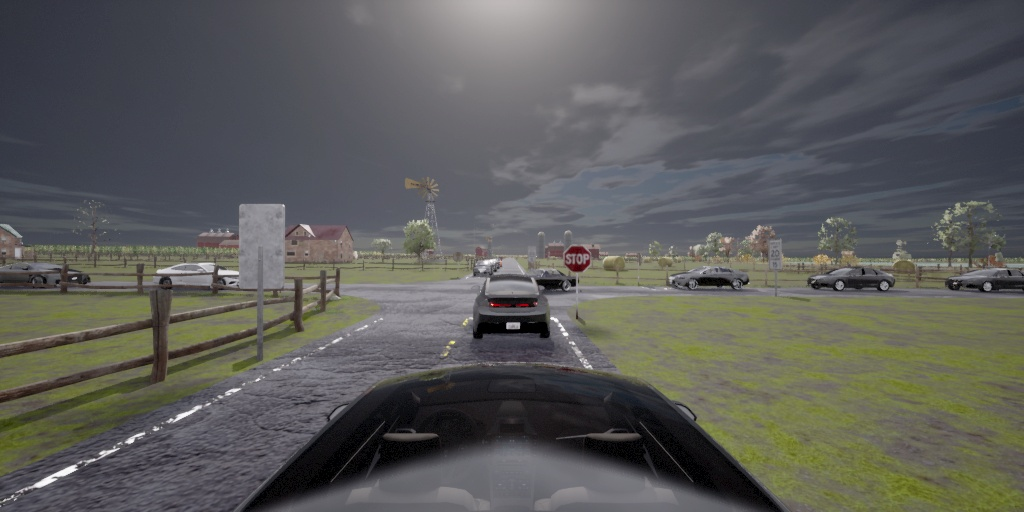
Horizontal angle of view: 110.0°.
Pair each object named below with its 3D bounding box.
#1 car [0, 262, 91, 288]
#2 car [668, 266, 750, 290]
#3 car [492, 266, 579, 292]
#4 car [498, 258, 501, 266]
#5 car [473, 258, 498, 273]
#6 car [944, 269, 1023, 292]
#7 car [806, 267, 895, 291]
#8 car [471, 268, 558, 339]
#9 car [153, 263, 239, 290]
[{"bbox_3d":[-26.374,1.048,19.950,4.181,1.385,1.994,1,-1,-1],"label":"car"},{"bbox_3d":[12.785,1.396,23.413,4.902,1.511,2.128,1,-1,-2],"label":"car"},{"bbox_3d":[1.488,1.369,20.178,4.718,1.301,1.895,1,0,-35],"label":"car"},{"bbox_3d":[-2.878,1.241,46.262,2.128,1.511,4.902,0,0,0],"label":"car"},{"bbox_3d":[-2.880,1.243,36.816,2.128,1.511,4.902,0,0,0],"label":"car"},{"bbox_3d":[31.689,1.587,23.716,4.892,1.490,1.837,1,-1,-1],"label":"car"},{"bbox_3d":[22.187,1.499,23.589,4.892,1.490,1.837,1,-1,-1],"label":"car"},{"bbox_3d":[-0.079,1.256,10.131,1.837,1.490,4.892,0,0,-2],"label":"car"},{"bbox_3d":[-17.255,1.104,20.077,4.674,1.442,1.812,1,-1,-1],"label":"car"}]
